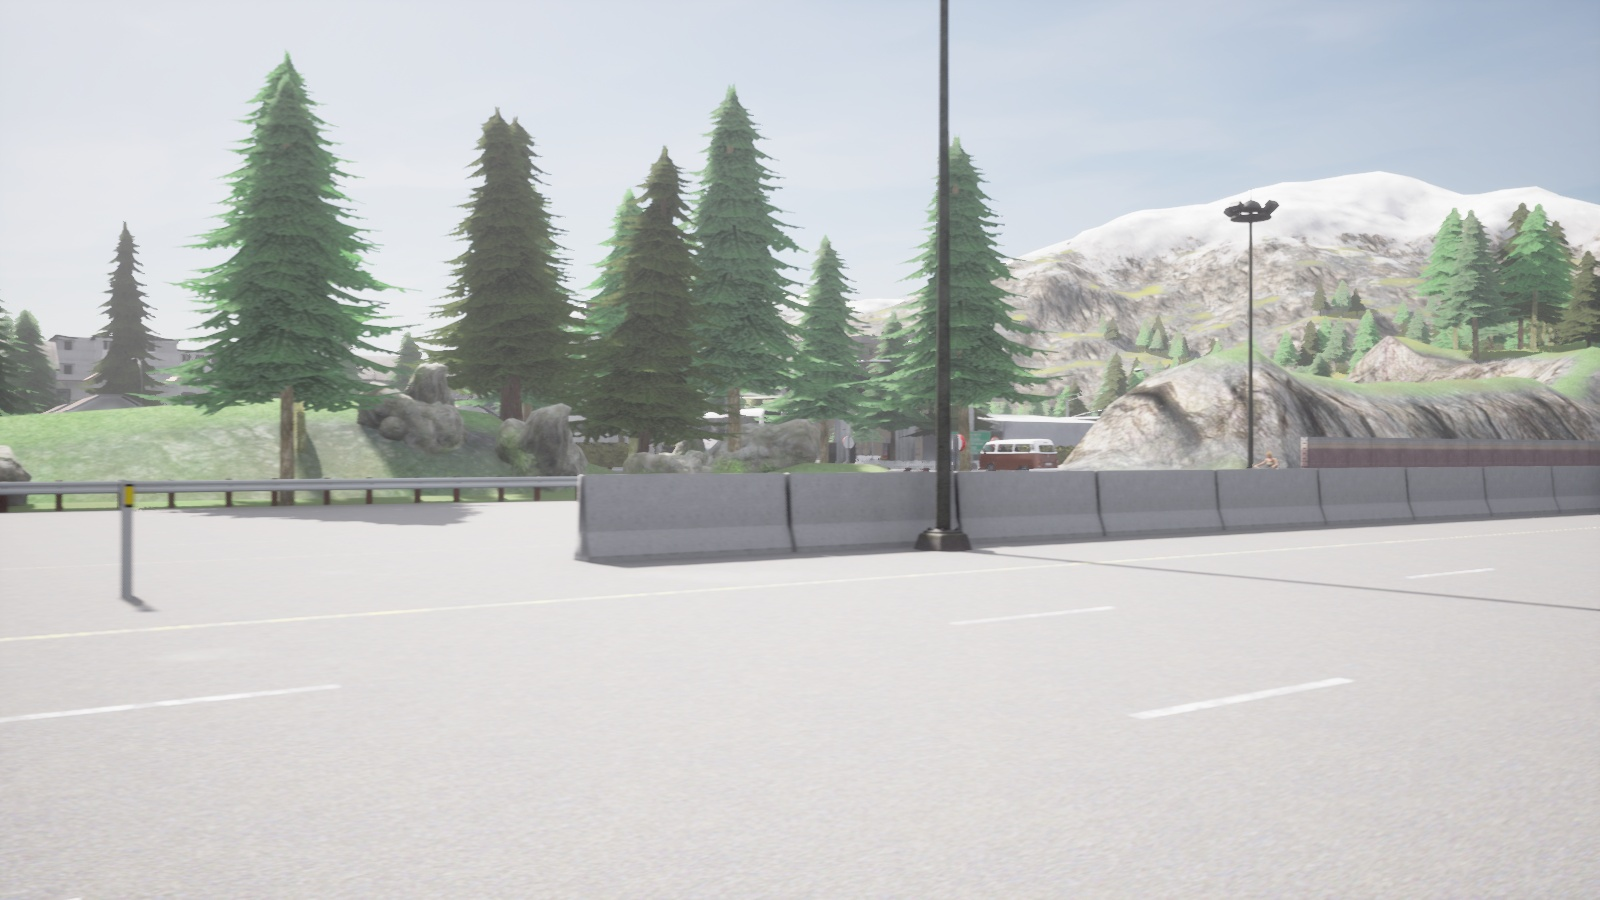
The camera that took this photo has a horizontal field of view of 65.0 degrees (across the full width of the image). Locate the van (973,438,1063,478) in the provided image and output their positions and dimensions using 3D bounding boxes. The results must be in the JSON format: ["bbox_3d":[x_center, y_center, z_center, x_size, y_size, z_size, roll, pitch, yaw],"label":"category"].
[{"bbox_3d":[11.274,0.408,65.265,2.069,2.038,4.480,0,0,-35],"label":"van"}]

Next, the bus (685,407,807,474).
[{"bbox_3d":[-3.860,-0.604,85.301,3.944,4.253,10.273,0,0,-30],"label":"bus"}]

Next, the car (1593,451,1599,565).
[{"bbox_3d":[13.007,0.759,16.974,4.792,1.488,2.163,0,0,-35],"label":"car"}]
